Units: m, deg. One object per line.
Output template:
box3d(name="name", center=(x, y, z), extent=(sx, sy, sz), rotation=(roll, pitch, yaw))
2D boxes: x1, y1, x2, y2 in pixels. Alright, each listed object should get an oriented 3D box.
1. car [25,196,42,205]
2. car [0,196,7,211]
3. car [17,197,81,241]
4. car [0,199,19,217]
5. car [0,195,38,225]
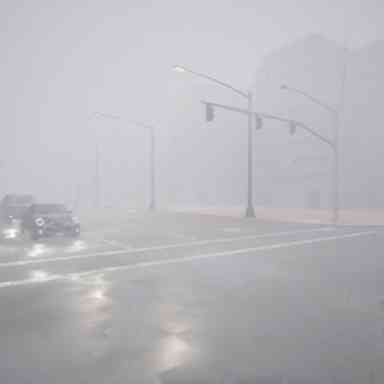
box3d(name="car", center=(-27.846, 1.493, 58.483), extent=(1.837, 1.490, 4.892), rotation=(0, 0, -36))
box3d(name="car", center=(-24.134, 1.346, 40.844), extent=(2.097, 1.767, 4.553), rotation=(0, 0, -35))
box3d(name="car", center=(-7.299, 1.347, 17.004), extent=(2.097, 1.767, 4.553), rotation=(0, 0, -35))
box3d(name="car", center=(-18.500, 1.499, 32.831), extent=(1.837, 1.490, 4.892), rotation=(0, 0, -35))
box3d(name="car", center=(-12.841, 1.216, 24.831), extent=(2.150, 2.045, 5.566), rotation=(0, 0, -35))
